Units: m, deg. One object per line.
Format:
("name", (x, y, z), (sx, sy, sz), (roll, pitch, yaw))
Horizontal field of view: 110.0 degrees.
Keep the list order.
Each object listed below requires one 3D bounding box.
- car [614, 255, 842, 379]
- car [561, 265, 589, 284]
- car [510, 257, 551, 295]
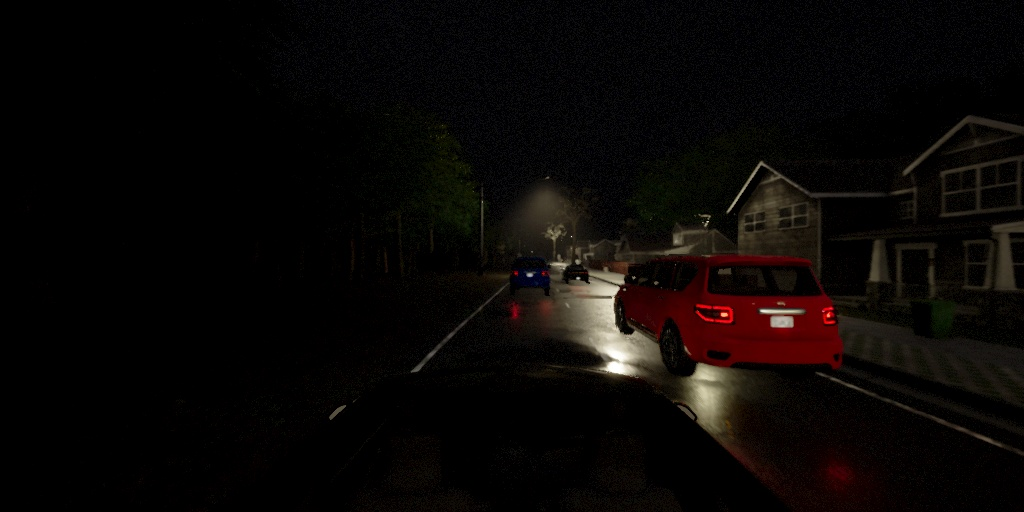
("car", (3.797, 1.010, 7.574), (2.150, 2.045, 5.566), (0, 0, 2))
("car", (5.151, 1.442, 29.414), (1.837, 1.490, 4.892), (0, 0, 4))
("car", (1.077, 1.081, 20.879), (2.150, 2.045, 5.566), (0, 0, 4))
